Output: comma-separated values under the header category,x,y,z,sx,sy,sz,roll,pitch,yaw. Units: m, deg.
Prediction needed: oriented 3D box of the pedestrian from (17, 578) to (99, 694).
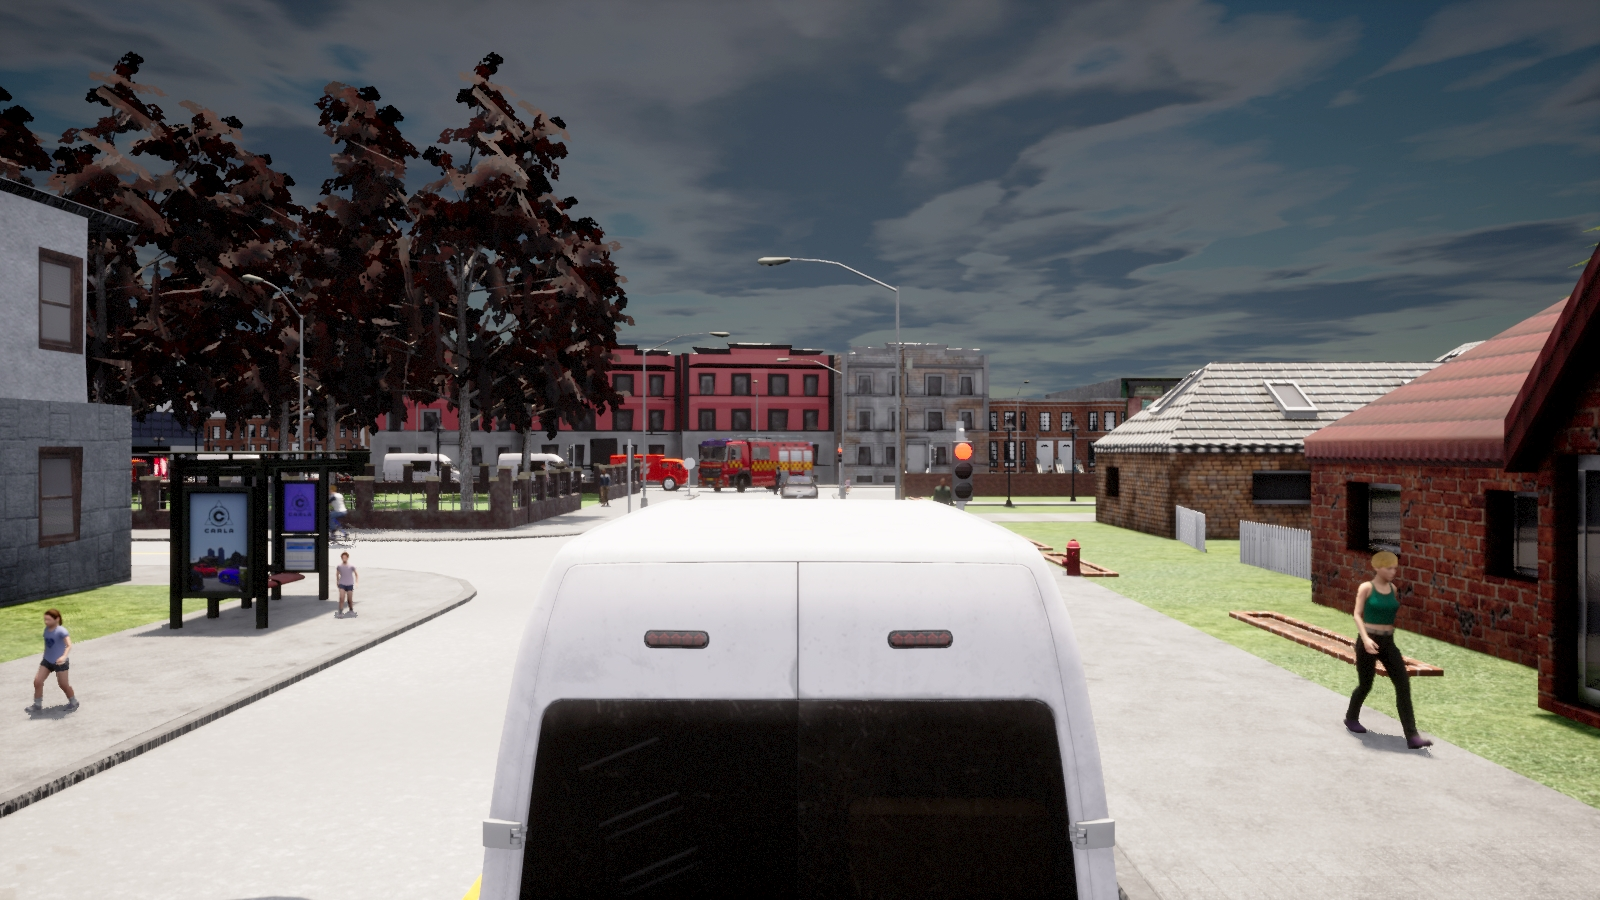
category,x,y,z,sx,sy,sz,roll,pitch,yaw
pedestrian,-7.610,1.897,11.729,0.500,1.100,0.500,0,0,7

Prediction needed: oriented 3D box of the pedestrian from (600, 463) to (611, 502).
category,x,y,z,sx,sy,sz,roll,pitch,yaw
pedestrian,-9.184,1.526,53.893,0.375,1.860,0.375,0,0,12

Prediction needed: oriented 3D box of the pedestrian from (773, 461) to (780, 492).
category,x,y,z,sx,sy,sz,roll,pitch,yaw
pedestrian,-1.436,1.628,69.816,0.375,1.860,0.375,0,0,3

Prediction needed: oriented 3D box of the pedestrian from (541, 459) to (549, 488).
category,x,y,z,sx,sy,sz,roll,pitch,yaw
pedestrian,-16.369,1.523,73.359,0.375,1.860,0.375,0,0,1

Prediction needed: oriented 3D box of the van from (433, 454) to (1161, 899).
category,x,y,z,sx,sy,sz,roll,pitch,yaw
van,-0.009,1.315,6.082,1.988,2.561,5.915,0,0,0

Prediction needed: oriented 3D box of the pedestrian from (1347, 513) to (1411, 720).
category,x,y,z,sx,sy,sz,roll,pitch,yaw
pedestrian,5.369,1.524,10.602,0.375,1.860,0.375,0,0,-11

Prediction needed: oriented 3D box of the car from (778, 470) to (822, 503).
category,x,y,z,sx,sy,sz,roll,pitch,yaw
car,-0.021,1.827,57.775,2.128,1.511,4.902,0,0,0

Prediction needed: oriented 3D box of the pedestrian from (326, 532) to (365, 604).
category,x,y,z,sx,sy,sz,roll,pitch,yaw
pedestrian,-7.322,1.896,18.423,0.500,1.100,0.500,0,0,-12

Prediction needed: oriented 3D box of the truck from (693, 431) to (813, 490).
category,x,y,z,sx,sy,sz,roll,pitch,yaw
truck,-3.110,0.671,77.735,2.891,3.827,8.468,0,0,44

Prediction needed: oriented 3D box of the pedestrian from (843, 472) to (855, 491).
category,x,y,z,sx,sy,sz,roll,pitch,yaw
pedestrian,2.932,1.898,68.767,0.500,1.100,0.500,0,0,-37

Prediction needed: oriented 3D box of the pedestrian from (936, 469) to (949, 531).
category,x,y,z,sx,sy,sz,roll,pitch,yaw
pedestrian,4.331,1.523,34.746,0.375,1.860,0.375,0,0,9
